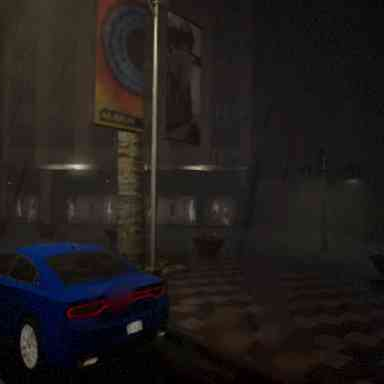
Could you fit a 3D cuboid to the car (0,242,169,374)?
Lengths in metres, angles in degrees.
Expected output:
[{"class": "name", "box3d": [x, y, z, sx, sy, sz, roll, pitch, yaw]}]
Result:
[{"class": "car", "box3d": [-2.597, 1.659, 6.041, 5.008, 1.535, 1.882, -1, -3, 42]}]
